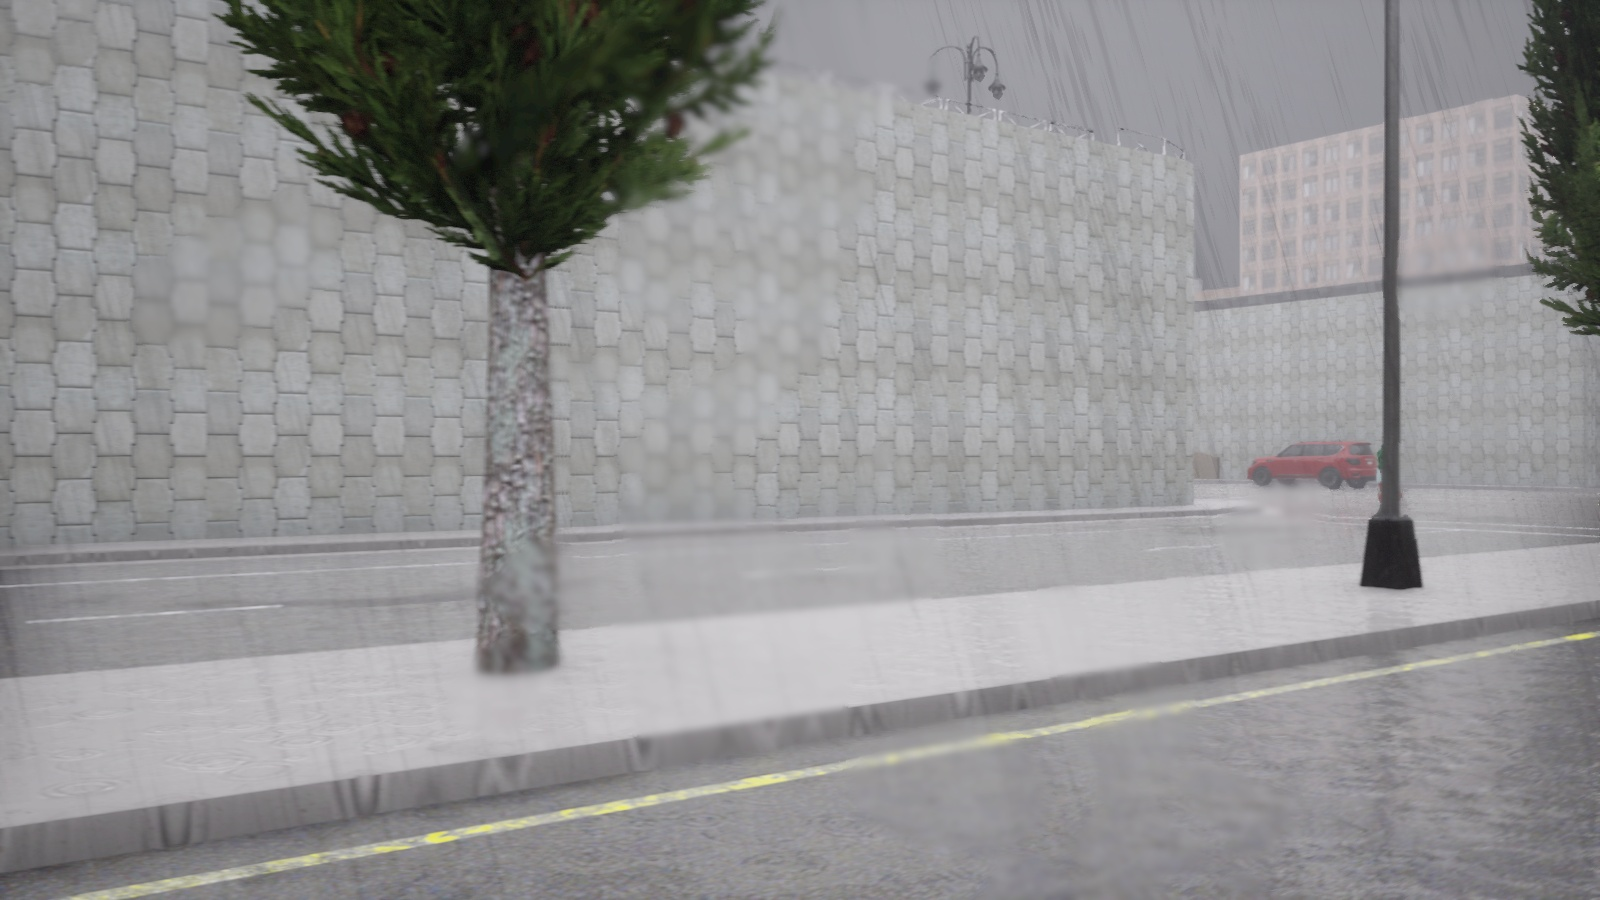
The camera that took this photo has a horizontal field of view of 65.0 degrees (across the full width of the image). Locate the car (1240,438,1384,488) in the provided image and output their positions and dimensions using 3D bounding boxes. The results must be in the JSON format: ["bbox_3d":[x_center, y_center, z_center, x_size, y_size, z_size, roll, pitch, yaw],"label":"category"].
[{"bbox_3d":[22.218,0.551,54.722,2.150,2.045,5.566,0,0,-34],"label":"car"}]

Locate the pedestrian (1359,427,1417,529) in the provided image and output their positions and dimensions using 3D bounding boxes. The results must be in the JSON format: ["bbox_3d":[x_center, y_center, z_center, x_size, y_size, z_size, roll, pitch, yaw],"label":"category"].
[{"bbox_3d":[11.572,0.538,24.723,0.873,1.952,0.659,0,0,43],"label":"pedestrian"}]
